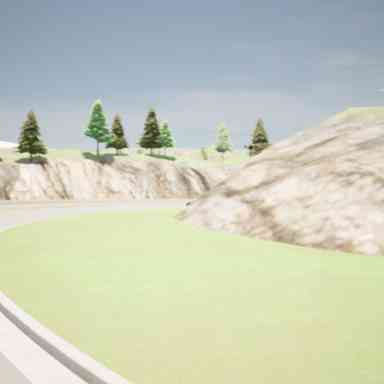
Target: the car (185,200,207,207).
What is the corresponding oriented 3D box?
[{"bbox_3d":[0.778,2.204,63.320,4.181,1.385,1.994,1,-1,-37],"label":"car"}]
